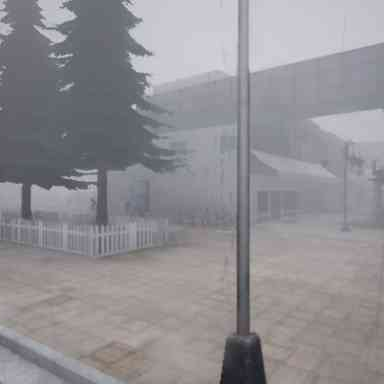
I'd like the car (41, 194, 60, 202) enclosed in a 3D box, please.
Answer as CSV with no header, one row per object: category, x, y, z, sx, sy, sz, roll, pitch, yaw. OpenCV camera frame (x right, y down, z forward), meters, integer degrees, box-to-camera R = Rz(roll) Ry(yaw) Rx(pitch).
car,-29.062,1.220,68.326,4.514,1.523,2.007,0,0,36

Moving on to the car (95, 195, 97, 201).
car,-16.480,1.021,54.863,3.866,1.878,1.905,0,0,36

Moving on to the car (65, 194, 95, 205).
car,-17.858,1.042,52.272,4.605,1.855,1.932,0,0,36

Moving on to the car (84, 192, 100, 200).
car,-25.579,0.990,85.265,3.866,1.878,1.905,0,0,36

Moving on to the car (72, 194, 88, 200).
car,-28.031,1.273,82.937,3.806,1.475,1.970,0,0,36

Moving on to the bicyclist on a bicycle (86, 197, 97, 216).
bicyclist on a bicycle,-8.698,1.256,28.951,1.656,1.620,0.582,0,0,36

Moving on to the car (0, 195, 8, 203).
car,-34.978,1.241,60.273,3.633,1.501,1.845,0,0,36
